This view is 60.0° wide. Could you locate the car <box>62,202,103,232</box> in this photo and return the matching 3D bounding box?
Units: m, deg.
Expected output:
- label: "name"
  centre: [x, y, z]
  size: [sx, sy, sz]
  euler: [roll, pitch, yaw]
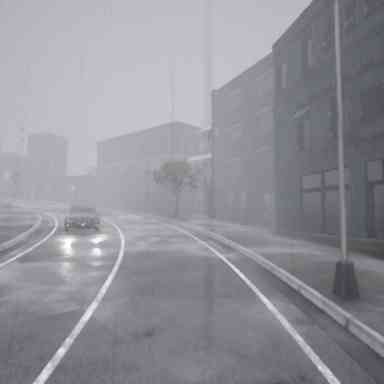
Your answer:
- label: "car"
  centre: [-6.450, 1.415, 19.584]
  size: [1.837, 1.490, 4.892]
  euler: [2, 0, -19]
